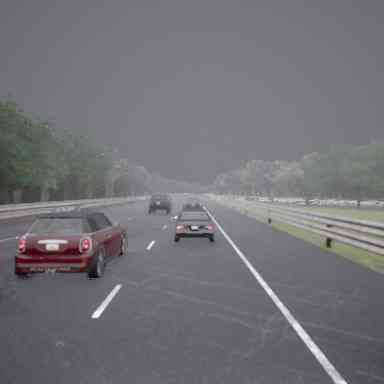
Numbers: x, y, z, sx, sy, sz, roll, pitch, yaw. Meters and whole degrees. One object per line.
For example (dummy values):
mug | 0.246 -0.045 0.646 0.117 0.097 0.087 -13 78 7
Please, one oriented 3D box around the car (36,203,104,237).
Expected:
car | -6.887 1.498 19.446 2.128 1.511 4.902 1 0 0

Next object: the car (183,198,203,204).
car | 0.111 1.393 36.596 2.097 1.767 4.553 0 0 0

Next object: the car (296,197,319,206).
car | 21.758 1.783 62.709 1.837 1.490 4.892 0 0 -20

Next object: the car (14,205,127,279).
car | -3.400 1.358 10.237 2.097 1.767 4.553 0 0 0

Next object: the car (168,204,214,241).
car | 0.108 1.557 16.624 2.033 1.411 5.357 0 0 0

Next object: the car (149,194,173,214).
car | -3.385 1.258 36.287 2.150 2.045 5.566 0 0 0
